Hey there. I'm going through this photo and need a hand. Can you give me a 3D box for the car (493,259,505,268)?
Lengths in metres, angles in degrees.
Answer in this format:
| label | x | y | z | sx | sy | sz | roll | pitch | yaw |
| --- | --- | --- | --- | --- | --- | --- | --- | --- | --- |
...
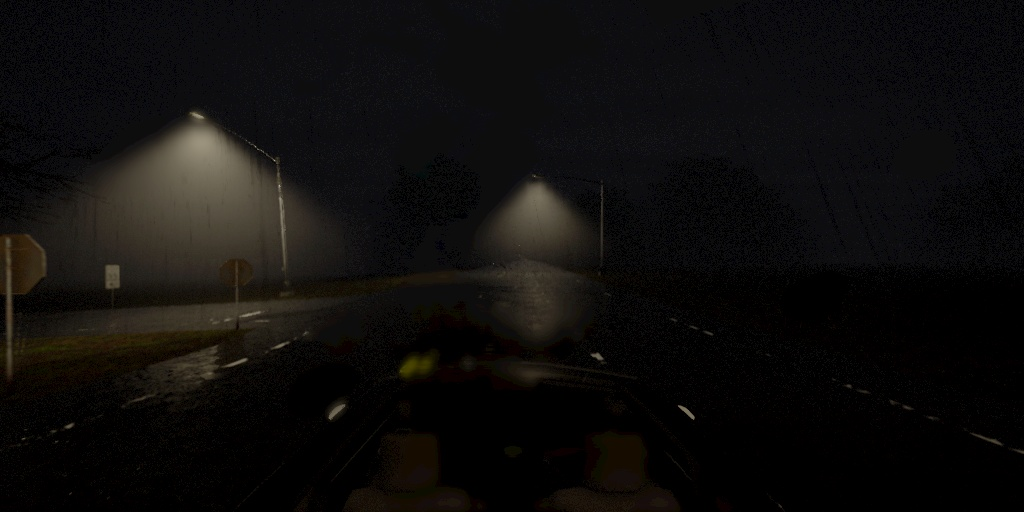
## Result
| label | x | y | z | sx | sy | sz | roll | pitch | yaw |
| --- | --- | --- | --- | --- | --- | --- | --- | --- | --- |
| car | -2.224 | 1.296 | 61.317 | 1.837 | 1.490 | 4.892 | 0 | 0 | 2 |
